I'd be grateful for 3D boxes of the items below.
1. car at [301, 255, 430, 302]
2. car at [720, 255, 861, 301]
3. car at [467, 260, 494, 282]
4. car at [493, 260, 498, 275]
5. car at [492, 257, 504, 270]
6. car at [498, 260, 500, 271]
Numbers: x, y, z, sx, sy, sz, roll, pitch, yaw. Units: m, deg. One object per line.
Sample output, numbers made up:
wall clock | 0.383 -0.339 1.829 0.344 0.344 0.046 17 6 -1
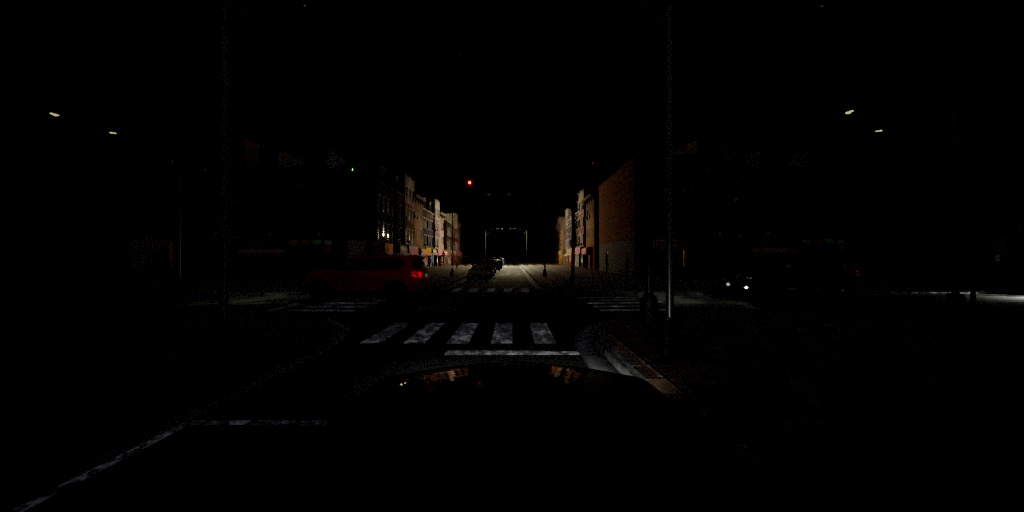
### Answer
car | -6.665 0.996 16.725 5.566 2.045 2.150 0 0 0
car | 12.829 0.958 16.693 5.566 2.045 2.150 0 0 0
car | -2.623 1.292 28.713 1.751 1.417 4.829 0 0 0
car | -2.620 1.320 34.487 1.888 1.381 4.507 0 0 0
car | -2.610 1.249 51.303 1.967 1.591 4.097 0 0 0
car | -2.617 1.367 40.092 1.802 1.307 4.207 0 0 0
